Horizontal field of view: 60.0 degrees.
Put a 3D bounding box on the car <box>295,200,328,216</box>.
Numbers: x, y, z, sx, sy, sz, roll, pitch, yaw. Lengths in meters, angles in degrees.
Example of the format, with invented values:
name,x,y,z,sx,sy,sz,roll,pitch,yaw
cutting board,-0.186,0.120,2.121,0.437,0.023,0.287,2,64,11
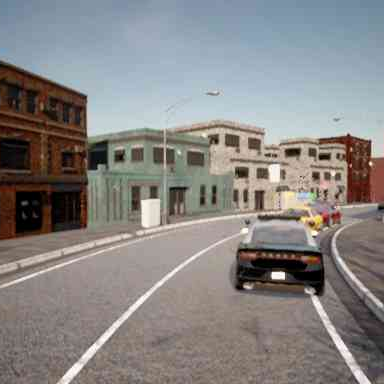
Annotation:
name,x,y,z,sx,sy,sz,roll,pitch,yaw
car,5.796,1.423,17.655,1.801,1.575,5.366,1,0,28

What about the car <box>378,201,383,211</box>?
name,x,y,z,sx,sy,sz,roll,pitch,yaw
car,24.047,1.573,40.147,4.181,1.385,1.994,0,1,-44

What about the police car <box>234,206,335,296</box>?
name,x,y,z,sx,sy,sz,roll,pitch,yaw
police car,2.323,1.404,8.911,1.930,1.638,5.238,0,0,15

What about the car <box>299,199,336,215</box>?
name,x,y,z,sx,sy,sz,roll,pitch,yaw
car,12.855,1.486,33.993,1.994,1.385,4.181,1,1,44

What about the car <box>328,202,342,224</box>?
name,x,y,z,sx,sy,sz,roll,pitch,yaw
car,8.689,1.497,22.247,1.812,1.442,4.674,1,0,36
